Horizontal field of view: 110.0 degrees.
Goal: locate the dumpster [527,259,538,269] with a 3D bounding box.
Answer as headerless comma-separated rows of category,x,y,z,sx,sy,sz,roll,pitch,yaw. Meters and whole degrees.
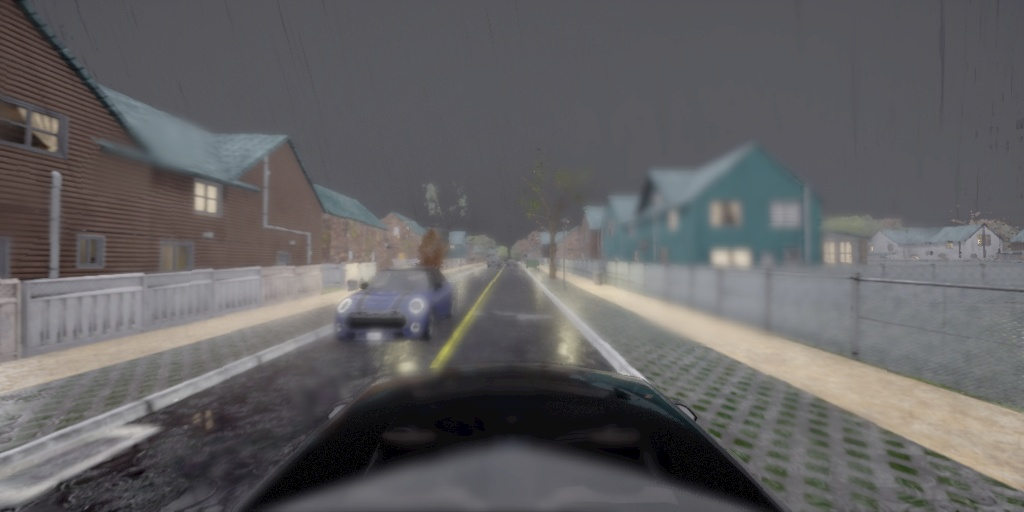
dumpster,3.088,1.272,54.973,1.020,1.700,1.940,0,0,0

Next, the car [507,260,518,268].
car,0.097,1.439,64.025,1.812,1.442,4.674,0,0,0

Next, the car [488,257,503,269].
car,-2.713,1.101,58.685,2.150,2.045,5.566,0,0,1

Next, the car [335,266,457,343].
car,-2.835,1.102,9.732,2.097,1.767,4.553,0,0,0
